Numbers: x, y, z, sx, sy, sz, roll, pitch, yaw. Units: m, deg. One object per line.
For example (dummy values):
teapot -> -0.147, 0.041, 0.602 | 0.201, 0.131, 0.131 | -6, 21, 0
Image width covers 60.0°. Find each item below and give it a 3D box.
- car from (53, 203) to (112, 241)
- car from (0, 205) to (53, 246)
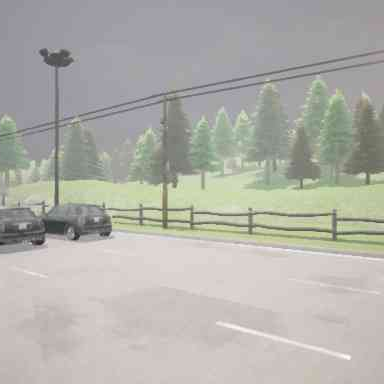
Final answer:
car -> -6.220, 1.363, 16.904 | 4.553, 1.767, 2.097 | 0, 0, 36
car -> -8.253, 1.363, 14.055 | 4.553, 1.767, 2.097 | 0, 0, 36
